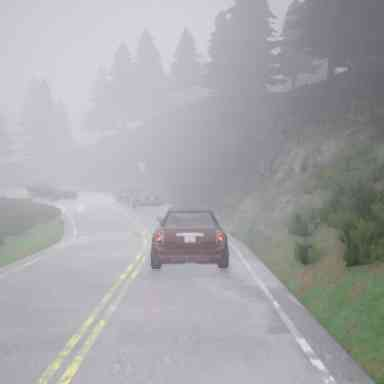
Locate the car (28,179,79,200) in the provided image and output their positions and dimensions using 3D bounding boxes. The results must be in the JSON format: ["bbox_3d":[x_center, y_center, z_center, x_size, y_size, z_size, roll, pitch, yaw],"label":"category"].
[{"bbox_3d":[-10.714,-0.185,25.575,5.008,1.535,1.882,5,7,37],"label":"car"}]

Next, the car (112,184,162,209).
[{"bbox_3d":[-3.798,0.204,22.695,2.033,1.411,5.357,-4,8,-32],"label":"car"}]

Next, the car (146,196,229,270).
[{"bbox_3d":[-0.091,1.189,10.644,2.097,1.767,4.553,0,1,-1],"label":"car"}]
